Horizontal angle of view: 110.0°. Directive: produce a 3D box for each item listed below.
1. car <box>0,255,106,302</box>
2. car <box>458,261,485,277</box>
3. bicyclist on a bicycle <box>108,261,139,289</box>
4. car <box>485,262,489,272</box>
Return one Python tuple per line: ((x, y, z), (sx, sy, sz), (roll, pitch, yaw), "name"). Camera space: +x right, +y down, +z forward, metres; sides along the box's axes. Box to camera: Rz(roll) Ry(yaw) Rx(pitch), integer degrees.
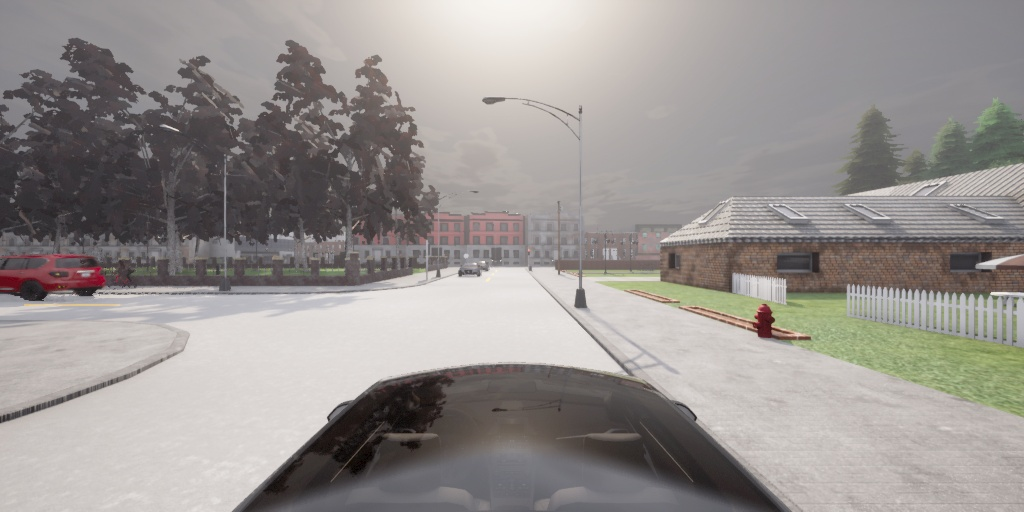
((-22.398, 0.971, 16.644), (5.566, 2.045, 2.150), (0, 0, 1), "car")
((-4.095, 1.314, 35.655), (1.994, 1.385, 4.181), (0, 0, 0), "car")
((-22.639, 1.099, 20.917), (0.582, 1.620, 1.656), (0, 0, 0), "bicyclist on a bicycle")
((-4.065, 1.314, 46.376), (1.994, 1.385, 4.181), (0, 0, 0), "car")
